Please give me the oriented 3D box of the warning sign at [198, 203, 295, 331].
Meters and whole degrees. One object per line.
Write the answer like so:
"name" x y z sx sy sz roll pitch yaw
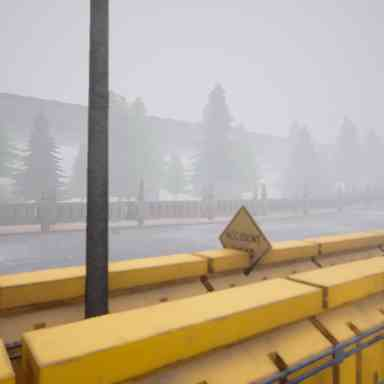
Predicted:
"warning sign" 0.917 1.153 5.810 1.060 1.860 1.300 1 0 -35
